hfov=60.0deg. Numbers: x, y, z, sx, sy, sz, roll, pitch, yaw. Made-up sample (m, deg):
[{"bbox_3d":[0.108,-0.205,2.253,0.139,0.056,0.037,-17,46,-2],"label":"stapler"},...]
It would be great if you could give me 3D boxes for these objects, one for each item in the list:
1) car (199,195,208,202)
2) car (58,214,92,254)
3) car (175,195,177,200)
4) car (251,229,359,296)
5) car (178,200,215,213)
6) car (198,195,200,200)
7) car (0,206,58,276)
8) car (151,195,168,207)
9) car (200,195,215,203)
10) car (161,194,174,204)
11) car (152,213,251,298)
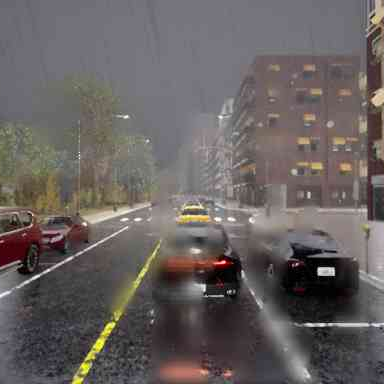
[{"bbox_3d":[2.689,1.469,80.704,1.967,1.590,4.097,1,0,0],"label":"car"},{"bbox_3d":[-5.289,1.581,13.380,1.802,1.307,4.206,1,0,0],"label":"car"},{"bbox_3d":[-5.185,1.584,85.551,2.008,1.369,4.403,1,0,0],"label":"car"},{"bbox_3d":[2.585,1.565,8.471,1.947,1.339,4.313,1,0,0],"label":"car"},{"bbox_3d":[0.126,1.455,19.020,1.801,1.575,5.366,0,0,0],"label":"car"},{"bbox_3d":[2.672,1.601,69.337,1.802,1.307,4.206,1,0,0],"label":"car"},{"bbox_3d":[-5.294,1.314,7.726,2.192,1.841,5.009,1,0,0],"label":"car"},{"bbox_3d":[-5.234,1.552,51.495,1.887,1.381,4.507,1,0,0],"label":"car"},{"bbox_3d":[2.648,1.559,52.288,2.008,1.369,4.403,1,0,0],"label":"car"},{"bbox_3d":[-5.215,1.329,62.847,2.192,1.841,5.009,1,0,0],"label":"car"},{"bbox_3d":[0.112,1.504,8.486,1.837,1.490,4.892,0,0,0],"label":"car"}]
